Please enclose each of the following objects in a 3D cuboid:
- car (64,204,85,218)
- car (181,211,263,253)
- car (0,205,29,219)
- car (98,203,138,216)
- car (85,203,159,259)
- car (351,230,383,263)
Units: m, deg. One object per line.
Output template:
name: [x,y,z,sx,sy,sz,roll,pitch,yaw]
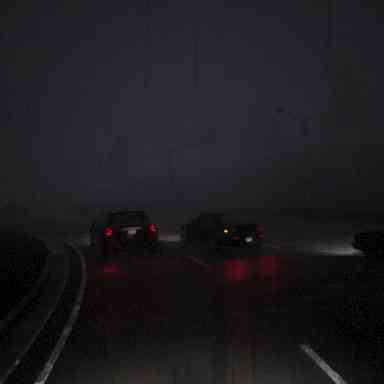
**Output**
car: [-11.676,1.973,36.025,5.357,1.411,2.033,-2,0,39]
car: [1.066,1.488,13.586,1.812,1.442,4.674,-1,0,-23]
car: [-20.824,2.248,38.386,4.902,1.511,2.128,-2,0,34]
car: [-8.464,1.910,37.717,4.718,1.301,1.895,-2,0,41]
car: [-2.932,1.458,13.624,2.097,1.767,4.553,-2,0,-23]
car: [6.574,1.310,8.352,2.033,1.411,5.357,-2,0,-15]
